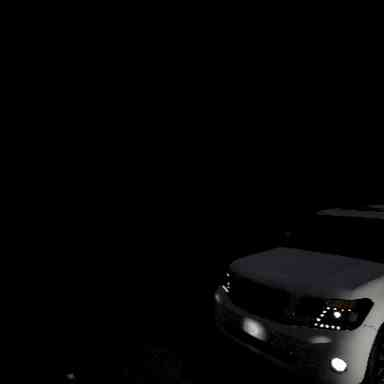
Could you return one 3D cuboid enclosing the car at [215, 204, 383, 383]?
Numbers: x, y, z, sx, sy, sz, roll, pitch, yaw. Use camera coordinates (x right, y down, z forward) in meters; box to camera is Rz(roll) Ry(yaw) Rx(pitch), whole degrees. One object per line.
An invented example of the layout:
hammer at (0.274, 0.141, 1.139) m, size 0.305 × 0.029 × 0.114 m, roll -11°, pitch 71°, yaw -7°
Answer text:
car at (2.988, 1.242, 5.398) m, size 5.566 × 2.045 × 2.150 m, roll 0°, pitch 0°, yaw -34°
